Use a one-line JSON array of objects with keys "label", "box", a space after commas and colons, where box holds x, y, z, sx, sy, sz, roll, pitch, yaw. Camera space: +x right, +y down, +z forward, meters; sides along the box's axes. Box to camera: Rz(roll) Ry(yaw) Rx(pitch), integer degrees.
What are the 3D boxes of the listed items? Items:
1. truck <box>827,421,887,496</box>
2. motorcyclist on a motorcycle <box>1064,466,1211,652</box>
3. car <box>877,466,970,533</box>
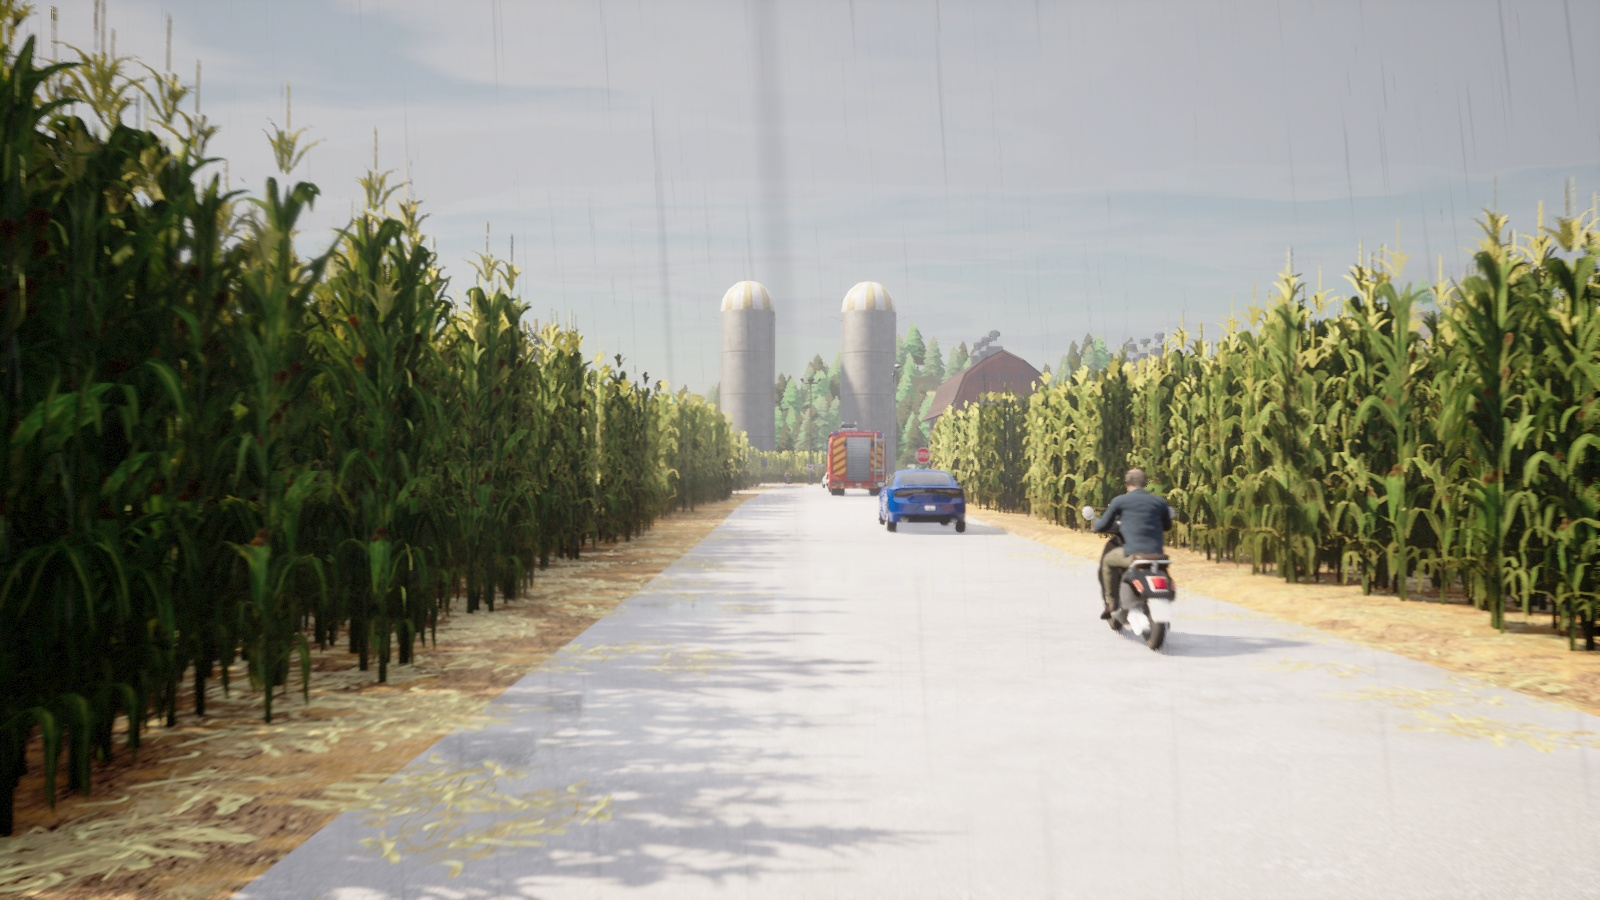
[{"label": "truck", "box": [3.004, 0.494, 68.653, 2.891, 3.827, 8.468, 0, -1, 0]}, {"label": "motorcyclist on a motorcycle", "box": [3.083, 0.947, 11.669, 0.866, 1.590, 1.817, 0, -1, 0]}, {"label": "car", "box": [3.057, 1.194, 32.043, 1.882, 1.535, 5.008, 0, 0, 0]}]
